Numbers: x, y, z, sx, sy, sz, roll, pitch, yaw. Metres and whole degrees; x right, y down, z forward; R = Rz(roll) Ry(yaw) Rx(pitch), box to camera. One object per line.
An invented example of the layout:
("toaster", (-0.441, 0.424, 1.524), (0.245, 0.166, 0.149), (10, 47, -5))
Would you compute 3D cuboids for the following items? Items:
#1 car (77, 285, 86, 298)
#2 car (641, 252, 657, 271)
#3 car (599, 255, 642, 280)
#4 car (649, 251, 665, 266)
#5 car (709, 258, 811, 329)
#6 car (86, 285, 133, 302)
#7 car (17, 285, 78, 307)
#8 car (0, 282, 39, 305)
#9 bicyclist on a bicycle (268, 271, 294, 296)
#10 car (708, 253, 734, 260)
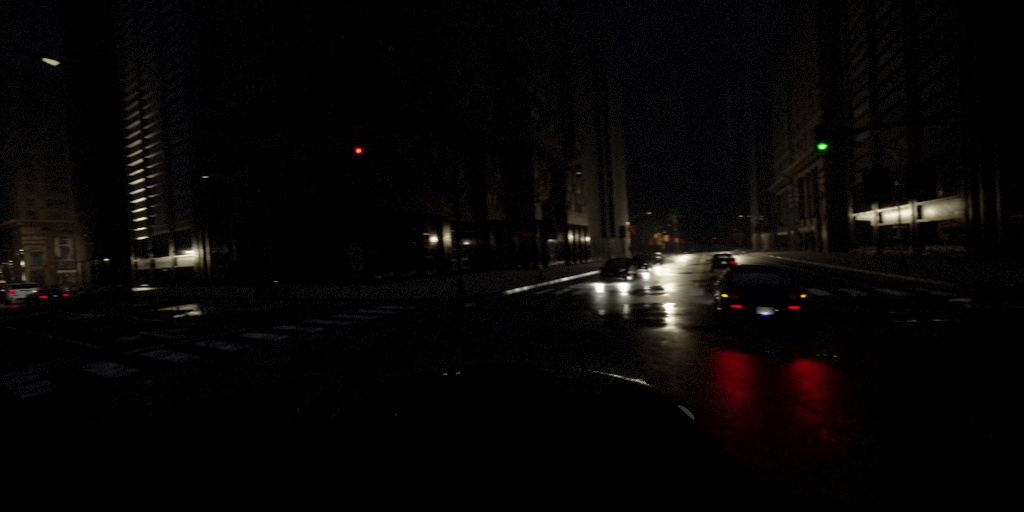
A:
("car", (-44.368, 3.680, 36.409), (4.829, 1.417, 1.751), (0, 0, 29))
("car", (12.345, 0.662, 34.355), (1.837, 1.490, 4.892), (-3, 0, 29))
("car", (7.778, 0.856, 26.022), (1.882, 1.535, 5.008), (-3, 0, 30))
("car", (17.342, 0.408, 43.453), (2.128, 1.511, 4.902), (-3, 0, 29))
("car", (6.514, 0.952, 9.711), (1.812, 1.442, 4.674), (-3, 0, 29))
("car", (-34.699, 3.171, 31.149), (4.507, 1.381, 1.888), (0, 0, 29))
("car", (-39.985, 3.497, 30.853), (5.357, 1.411, 2.033), (-3, 1, 29))
("car", (-49.168, 3.681, 35.836), (5.566, 2.045, 2.150), (-3, 1, 29))
("bicyclist on a bicycle", (-15.364, 1.827, 23.853), (0.582, 1.620, 1.656), (-3, 1, 29))
("car", (16.567, 0.485, 28.213), (2.033, 1.411, 5.357), (-3, 0, 29))
